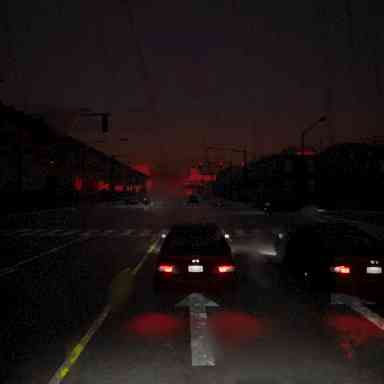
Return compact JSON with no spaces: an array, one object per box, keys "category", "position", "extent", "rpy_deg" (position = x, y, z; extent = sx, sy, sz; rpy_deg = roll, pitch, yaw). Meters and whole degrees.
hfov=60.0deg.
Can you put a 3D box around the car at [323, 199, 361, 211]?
[{"category":"car","position":[17.973,1.564,39.931],"extent":[4.181,1.385,1.994],"rpy_deg":[0,0,1]}]

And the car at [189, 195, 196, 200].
[{"category":"car","position":[0.223,1.500,93.793],"extent":[1.837,1.490,4.892],"rpy_deg":[0,0,0]}]

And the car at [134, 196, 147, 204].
[{"category":"car","position":[-10.359,1.506,66.766],"extent":[1.837,1.490,4.892],"rpy_deg":[0,0,1]}]

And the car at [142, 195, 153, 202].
[{"category":"car","position":[-10.316,1.478,77.268],"extent":[1.882,1.535,5.008],"rpy_deg":[0,0,0]}]

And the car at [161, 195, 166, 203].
[{"category":"car","position":[-6.867,1.601,66.379],"extent":[1.895,1.301,4.718],"rpy_deg":[0,0,1]}]

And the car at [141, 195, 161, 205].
[{"category":"car","position":[-6.935,1.601,57.052],"extent":[1.895,1.301,4.718],"rpy_deg":[0,0,0]}]

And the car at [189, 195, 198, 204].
[{"category":"car","position":[0.250,1.547,62.955],"extent":[2.033,1.411,5.357],"rpy_deg":[0,0,0]}]

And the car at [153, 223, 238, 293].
[{"category":"car","position":[0.090,1.547,9.000],"extent":[2.033,1.411,5.357],"rpy_deg":[0,0,0]}]

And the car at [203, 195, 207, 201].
[{"category":"car","position":[3.701,1.519,84.657],"extent":[2.128,1.511,4.902],"rpy_deg":[0,0,0]}]

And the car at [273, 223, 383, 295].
[{"category":"car","position":[3.581,1.547,8.892],"extent":[2.033,1.411,5.357],"rpy_deg":[0,0,2]}]

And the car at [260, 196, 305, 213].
[{"category":"car","position":[9.737,1.351,36.058],"extent":[4.553,1.767,2.097],"rpy_deg":[0,0,-5]}]

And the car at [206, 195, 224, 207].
[{"category":"car","position":[3.705,1.526,49.800],"extent":[1.812,1.442,4.674],"rpy_deg":[-1,0,-4]}]

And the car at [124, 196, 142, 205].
[{"category":"car","position":[-10.434,1.478,57.264],"extent":[1.882,1.535,5.008],"rpy_deg":[0,0,0]}]
